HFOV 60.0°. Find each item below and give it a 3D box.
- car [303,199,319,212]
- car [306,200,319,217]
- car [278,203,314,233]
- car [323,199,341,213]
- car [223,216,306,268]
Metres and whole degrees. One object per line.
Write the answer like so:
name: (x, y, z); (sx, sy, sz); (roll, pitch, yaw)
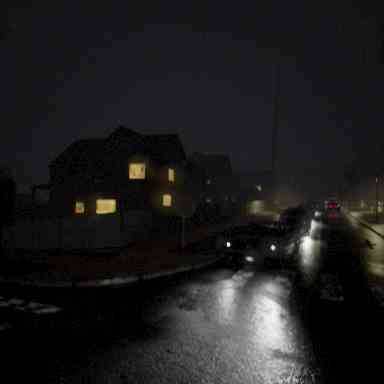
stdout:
car: (17.460, 1.992, 48.752); (2.097, 1.767, 4.553); (0, -1, 21)
car: (11.600, 1.922, 34.072); (2.128, 1.511, 4.902); (0, -1, 21)
car: (6.879, 1.771, 22.058); (1.882, 1.535, 5.008); (0, 0, 21)
car: (19.187, 2.098, 45.347); (1.837, 1.490, 4.892); (0, -1, 21)
car: (2.783, 1.796, 12.358); (1.895, 1.301, 4.718); (0, 0, 27)
